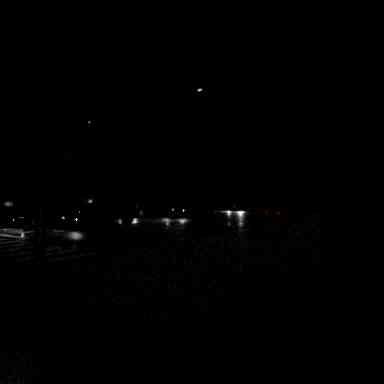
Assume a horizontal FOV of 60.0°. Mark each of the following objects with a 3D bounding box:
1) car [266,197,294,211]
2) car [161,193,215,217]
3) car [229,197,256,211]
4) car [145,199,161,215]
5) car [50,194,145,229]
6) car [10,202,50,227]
[{"bbox_3d":[10.373,1.310,38.974,1.882,1.535,5.008,0,0,35],"label":"car"},{"bbox_3d":[0.005,1.116,30.326,2.150,2.045,5.566,0,0,35],"label":"car"},{"bbox_3d":[6.070,1.355,38.850,1.837,1.490,4.892,0,0,36],"label":"car"},{"bbox_3d":[-4.117,1.389,30.139,1.882,1.535,5.008,0,0,35],"label":"car"},{"bbox_3d":[-5.999,1.160,21.877,2.150,2.045,5.566,0,0,35],"label":"car"},{"bbox_3d":[-9.584,1.456,22.446,1.837,1.490,4.892,0,0,35],"label":"car"}]
